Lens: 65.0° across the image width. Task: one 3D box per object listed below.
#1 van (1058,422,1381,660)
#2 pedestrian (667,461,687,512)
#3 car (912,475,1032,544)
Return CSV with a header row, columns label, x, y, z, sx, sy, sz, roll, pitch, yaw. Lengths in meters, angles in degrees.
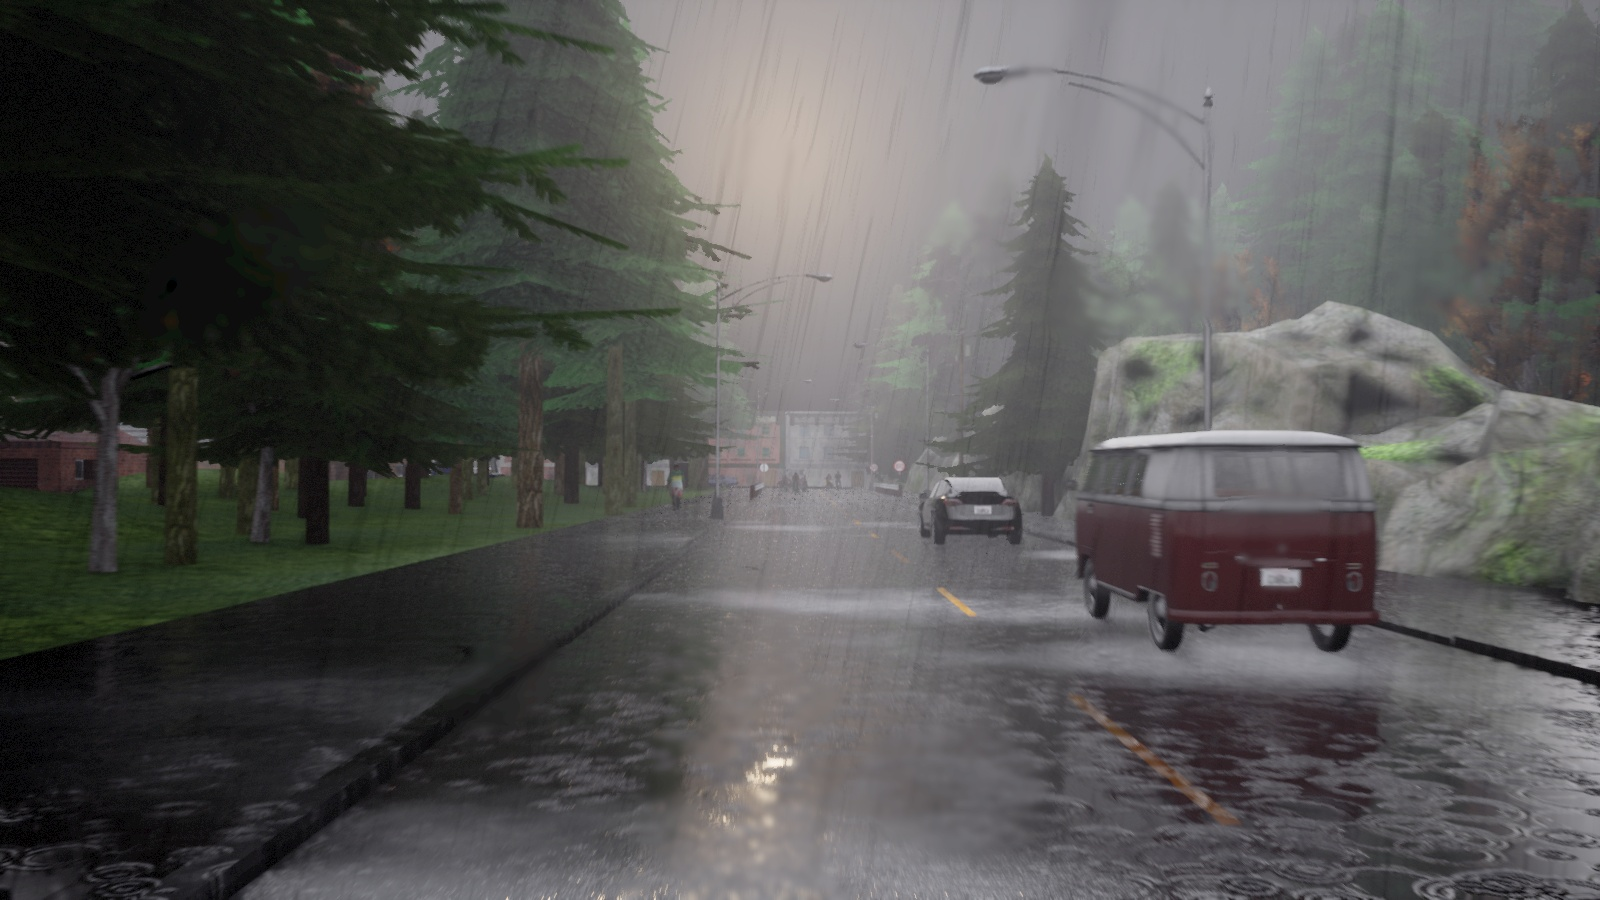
label,x,y,z,sx,sy,sz,roll,pitch,yaw
van,3.967,0.787,12.740,1.775,1.987,4.442,0,-1,0
pedestrian,-4.783,1.424,48.781,0.659,1.952,0.873,0,-1,1
car,3.927,1.333,29.516,2.163,1.488,4.792,0,-1,0
